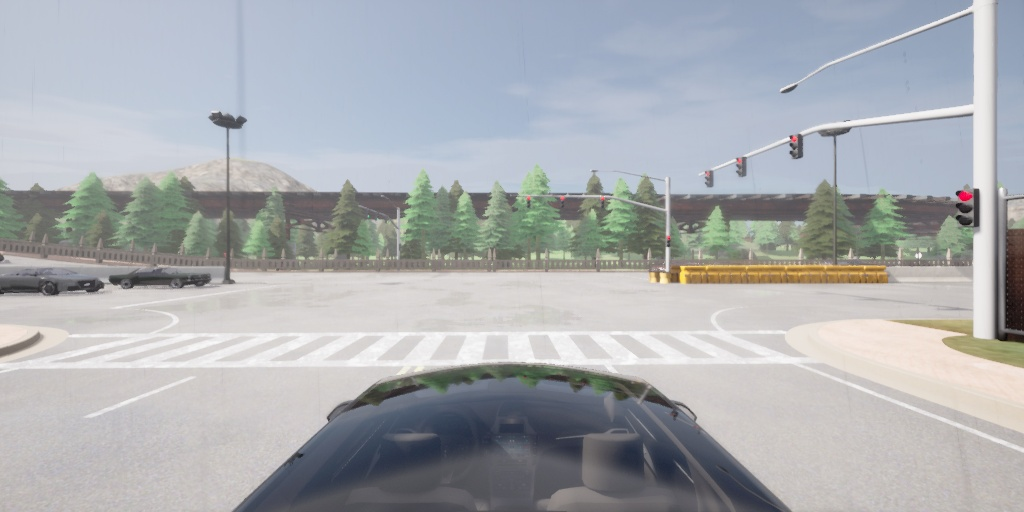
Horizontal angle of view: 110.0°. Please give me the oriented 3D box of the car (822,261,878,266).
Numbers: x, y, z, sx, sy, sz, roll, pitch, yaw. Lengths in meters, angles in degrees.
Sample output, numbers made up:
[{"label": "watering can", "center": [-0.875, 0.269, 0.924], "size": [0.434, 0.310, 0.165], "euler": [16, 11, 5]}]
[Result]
[{"label": "car", "center": [32.254, 1.223, 34.491], "size": [5.008, 1.535, 1.882], "euler": [0, 0, -2]}]

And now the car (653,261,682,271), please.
[{"label": "car", "center": [16.389, 1.346, 34.001], "size": [4.718, 1.301, 1.895], "euler": [0, 0, -2]}]

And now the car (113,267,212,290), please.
[{"label": "car", "center": [-21.484, 1.342, 22.115], "size": [4.718, 1.301, 1.895], "euler": [0, 0, -2]}]

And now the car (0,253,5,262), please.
[{"label": "car", "center": [-53.091, -0.225, 35.325], "size": [4.181, 1.385, 1.994], "euler": [7, 0, -1]}]

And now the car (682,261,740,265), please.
[{"label": "car", "center": [17.640, 1.224, 30.538], "size": [5.008, 1.535, 1.882], "euler": [0, 0, -2]}]

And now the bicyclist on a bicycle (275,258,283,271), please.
[{"label": "bicyclist on a bicycle", "center": [-28.458, 1.035, 43.894], "size": [0.582, 1.620, 1.656], "euler": [0, 0, -2]}]

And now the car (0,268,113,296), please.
[{"label": "car", "center": [-24.023, 1.303, 18.537], "size": [4.181, 1.385, 1.994], "euler": [0, 0, -2]}]

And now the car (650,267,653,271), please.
[{"label": "car", "center": [16.910, 1.271, 37.516], "size": [4.674, 1.442, 1.812], "euler": [0, 0, -2]}]
